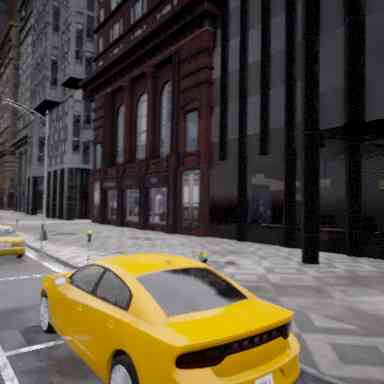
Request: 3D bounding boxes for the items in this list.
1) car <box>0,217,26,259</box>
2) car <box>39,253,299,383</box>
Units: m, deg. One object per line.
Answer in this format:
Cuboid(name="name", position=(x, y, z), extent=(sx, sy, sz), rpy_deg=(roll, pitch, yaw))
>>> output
Cuboid(name="car", position=(-8.282, 1.966, 13.994), extent=(1.752, 1.417, 4.829), rpy_deg=(3, -3, -38))
Cuboid(name="car", position=(-0.843, 1.682, 5.066), extent=(1.882, 1.535, 5.008), rpy_deg=(3, -3, -38))
